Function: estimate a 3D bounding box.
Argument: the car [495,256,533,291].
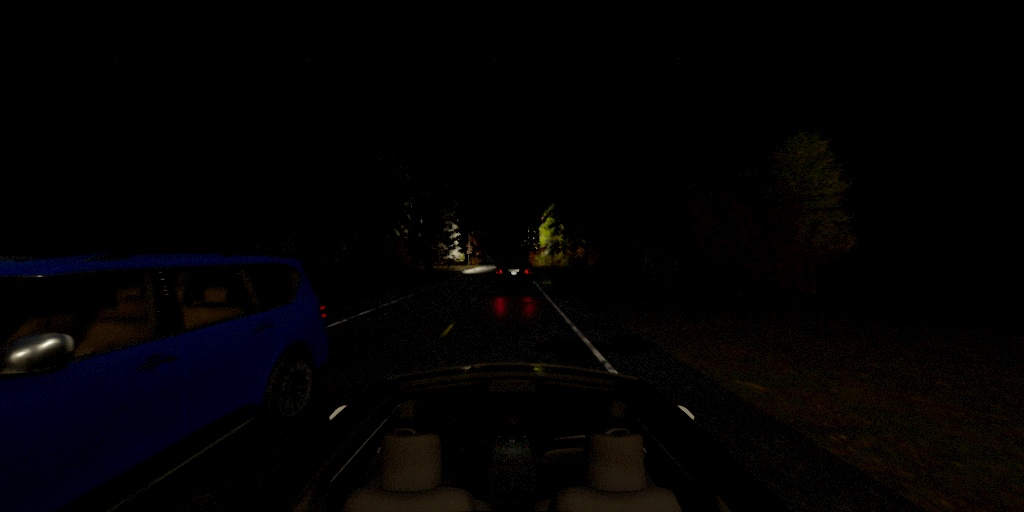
[{"bbox_3d":[0.096,1.028,22.263,2.150,2.045,5.566,0,0,0],"label":"car"}]

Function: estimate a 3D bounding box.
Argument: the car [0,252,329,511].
[{"bbox_3d":[-3.598,0.974,2.701,2.150,2.045,5.566,0,0,0],"label":"car"}]
